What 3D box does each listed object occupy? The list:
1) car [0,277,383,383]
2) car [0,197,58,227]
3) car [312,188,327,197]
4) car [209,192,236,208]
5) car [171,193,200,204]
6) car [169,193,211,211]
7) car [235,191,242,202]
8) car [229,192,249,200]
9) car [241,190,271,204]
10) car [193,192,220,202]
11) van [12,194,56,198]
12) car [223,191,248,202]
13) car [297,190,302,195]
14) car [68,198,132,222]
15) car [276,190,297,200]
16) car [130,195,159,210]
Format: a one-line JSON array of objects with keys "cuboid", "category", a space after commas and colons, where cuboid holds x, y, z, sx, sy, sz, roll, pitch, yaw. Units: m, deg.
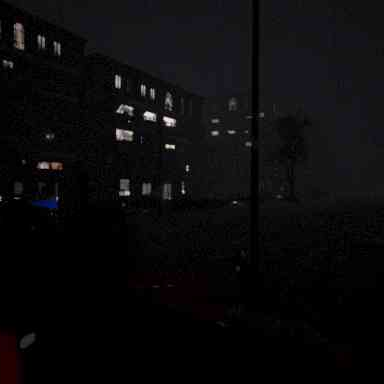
[{"cuboid": [-0.429, 1.544, 3.177, 4.507, 1.381, 1.887, 0, 0, 36], "category": "car"}, {"cuboid": [-11.527, 1.314, 21.597, 1.837, 1.490, 4.892, -1, 0, 33], "category": "car"}, {"cuboid": [28.976, 0.009, 75.668, 2.150, 2.045, 5.566, 1, 1, 35], "category": "car"}, {"cuboid": [2.779, 1.050, 37.538, 2.008, 1.369, 4.403, 2, 2, 35], "category": "car"}, {"cuboid": [-0.912, 0.909, 46.898, 1.947, 1.339, 4.313, 2, 2, 35], "category": "car"}, {"cuboid": [-0.405, 1.132, 32.968, 1.887, 1.381, 4.507, 2, 2, 35], "category": "car"}, {"cuboid": [7.404, 0.644, 48.814, 2.097, 1.767, 4.553, 1, 1, 35], "category": "car"}, {"cuboid": [8.639, 0.649, 60.606, 1.947, 1.339, 4.313, 2, 2, 35], "category": "car"}, {"cuboid": [9.147, 0.876, 46.677, 2.008, 1.369, 4.403, 2, 2, 35], "category": "car"}, {"cuboid": [2.272, 0.807, 51.467, 2.008, 1.369, 4.403, 2, 2, 35], "category": "car"}, {"cuboid": [-13.644, 1.035, 28.616, 1.690, 1.788, 3.998, 2, 2, 35], "category": "van"}, {"cuboid": [7.149, 0.683, 53.798, 1.882, 1.535, 5.008, 1, 1, 35], "category": "car"}, {"cuboid": [27.741, 0.114, 88.021, 1.887, 1.381, 4.507, 2, 2, 35], "category": "car"}, {"cuboid": [-6.771, 1.329, 23.832, 1.947, 1.339, 4.313, 2, 2, 35], "category": "car"}, {"cuboid": [15.612, 0.675, 55.954, 1.752, 1.417, 4.829, 2, 2, 35], "category": "car"}, {"cuboid": [-5.544, 1.041, 35.737, 2.128, 1.511, 4.902, 1, 1, 35], "category": "car"}]
